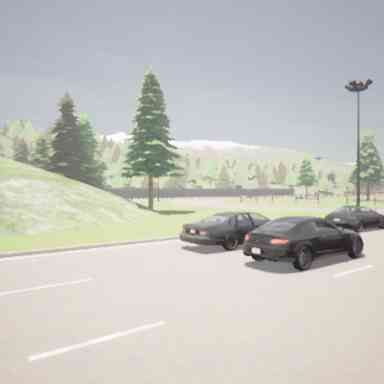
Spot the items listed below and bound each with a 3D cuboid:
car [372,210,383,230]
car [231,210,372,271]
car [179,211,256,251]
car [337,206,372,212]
[{"bbox_3d":[11.181,1.411,16.183,4.902,1.511,2.128,0,0,-36],"label":"car"},{"bbox_3d":[3.672,1.485,10.755,4.674,1.442,1.812,0,0,-36],"label":"car"},{"bbox_3d":[2.053,1.504,13.891,5.357,1.411,2.033,0,0,-36],"label":"car"},{"bbox_3d":[9.534,1.481,19.312,4.181,1.385,1.994,0,0,-36],"label":"car"}]
